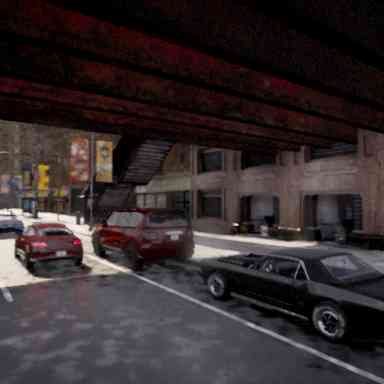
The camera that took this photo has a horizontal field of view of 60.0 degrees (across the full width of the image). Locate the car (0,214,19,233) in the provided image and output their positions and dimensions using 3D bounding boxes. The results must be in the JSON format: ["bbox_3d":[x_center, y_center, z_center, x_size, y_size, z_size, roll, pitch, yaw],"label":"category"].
[{"bbox_3d":[-12.969,2.232,23.156,2.033,1.411,5.357,2,-2,-35],"label":"car"}]

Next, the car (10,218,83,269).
[{"bbox_3d":[-5.572,1.917,12.744,1.812,1.442,4.674,2,-3,-35],"label":"car"}]

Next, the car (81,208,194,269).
[{"bbox_3d":[-2.136,1.652,13.108,2.435,2.045,5.566,2,-2,-36],"label":"car"}]

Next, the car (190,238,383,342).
[{"bbox_3d":[2.168,1.849,7.085,1.895,1.301,4.718,2,-2,-36],"label":"car"}]
